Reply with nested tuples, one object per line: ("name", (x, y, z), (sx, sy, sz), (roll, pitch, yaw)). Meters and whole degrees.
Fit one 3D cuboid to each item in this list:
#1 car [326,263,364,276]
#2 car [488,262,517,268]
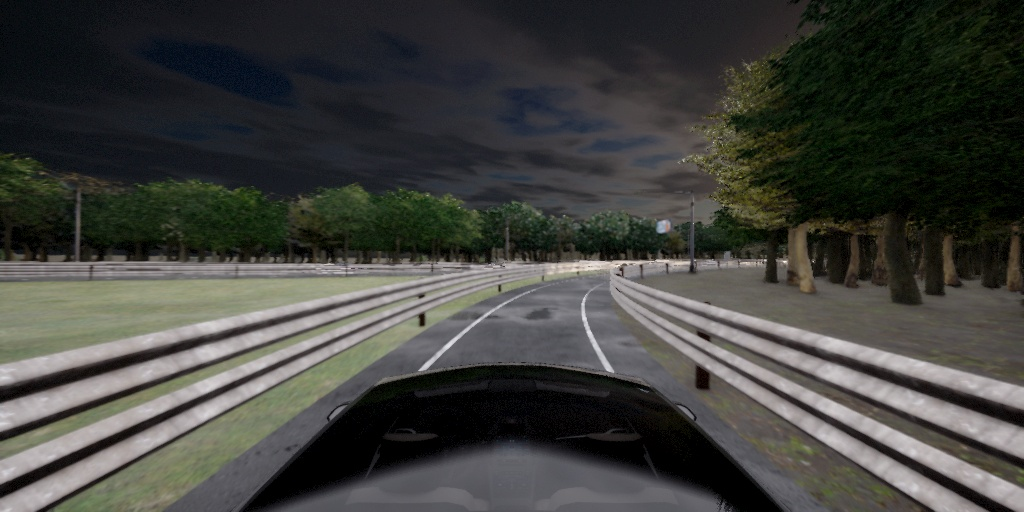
("car", (-21.492, 1.673, 46.846), (5.008, 1.535, 1.882), (1, 0, -30))
("car", (-1.495, 1.737, 58.436), (4.892, 1.490, 1.837), (0, 0, -30))
